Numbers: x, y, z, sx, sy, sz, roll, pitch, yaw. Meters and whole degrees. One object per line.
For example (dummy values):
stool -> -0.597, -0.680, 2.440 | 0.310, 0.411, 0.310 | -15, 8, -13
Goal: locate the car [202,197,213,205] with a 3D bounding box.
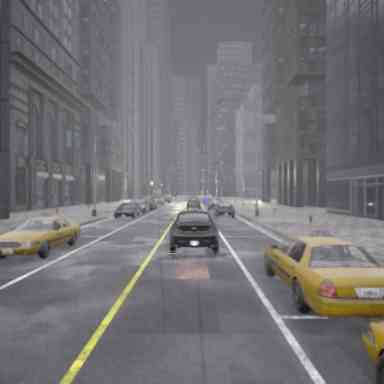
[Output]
car -> 2.939, 1.639, 63.400 | 1.887, 1.381, 4.507 | 0, 0, 0

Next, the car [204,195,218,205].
car -> 2.876, 1.492, 40.965 | 1.967, 1.590, 4.097 | 0, 0, 0

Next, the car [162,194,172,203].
car -> -5.571, 1.424, 69.031 | 2.192, 1.841, 5.009 | 0, 0, 0

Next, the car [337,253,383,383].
car -> 2.765, 1.526, 1.872 | 1.752, 1.417, 4.829 | 0, 0, 0

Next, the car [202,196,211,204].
car -> 2.955, 1.634, 69.180 | 1.752, 1.417, 4.829 | 0, 0, 0

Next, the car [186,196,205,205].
car -> 0.222, 1.548, 44.208 | 2.128, 1.511, 4.902 | 0, 0, 0

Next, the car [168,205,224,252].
car -> 0.072, 1.517, 13.897 | 1.837, 1.490, 4.892 | 0, 0, 0

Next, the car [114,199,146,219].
car -> -5.681, 1.602, 29.765 | 1.947, 1.339, 4.313 | 0, 0, 0

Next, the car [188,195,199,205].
car -> 0.270, 1.441, 61.155 | 2.097, 1.767, 4.553 | 0, 0, 0

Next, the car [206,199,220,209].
car -> 2.892, 1.643, 46.573 | 1.802, 1.307, 4.206 | 0, 0, 0

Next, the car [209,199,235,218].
car -> 2.844, 1.586, 29.746 | 2.008, 1.369, 4.403 | 0, 0, 0

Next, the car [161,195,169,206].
car -> -5.602, 1.633, 57.812 | 2.008, 1.369, 4.403 | 0, 0, 0

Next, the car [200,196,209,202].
car -> 2.986, 1.721, 80.227 | 1.802, 1.307, 4.206 | 0, 0, 0

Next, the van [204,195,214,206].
van -> 2.923, 1.423, 57.792 | 1.690, 1.788, 3.998 | 0, 0, 0

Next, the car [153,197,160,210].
car -> -5.649, 1.368, 40.984 | 2.192, 1.841, 5.009 | 0, 0, 0

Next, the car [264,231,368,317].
car -> 2.781, 1.530, 7.481 | 1.752, 1.417, 4.829 | 0, 0, 0

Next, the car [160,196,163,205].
car -> -5.633, 1.613, 46.593 | 2.008, 1.369, 4.403 | 0, 0, 0

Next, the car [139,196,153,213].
car -> -5.665, 1.485, 35.375 | 1.967, 1.590, 4.097 | 0, 0, 0

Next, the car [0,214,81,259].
car -> -5.729, 1.537, 12.767 | 1.752, 1.417, 4.829 | 0, 0, 0

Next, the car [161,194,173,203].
car -> -5.555, 1.439, 74.640 | 2.192, 1.841, 5.009 | 0, 0, 0
